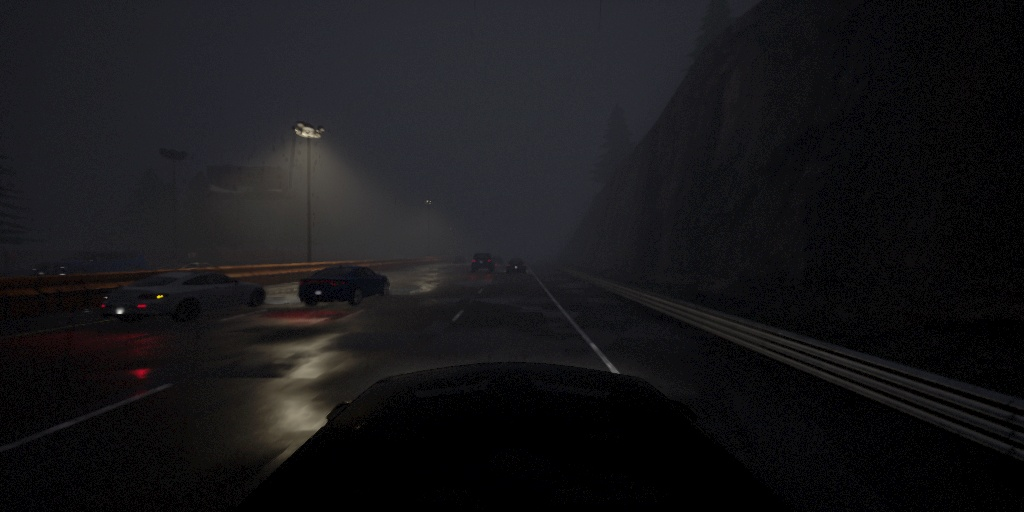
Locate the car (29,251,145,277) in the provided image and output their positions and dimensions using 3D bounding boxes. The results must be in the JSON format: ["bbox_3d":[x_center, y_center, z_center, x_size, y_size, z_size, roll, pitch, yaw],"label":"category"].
[{"bbox_3d":[-27.843,0.652,23.988,2.150,2.045,5.566,0,0,1],"label":"car"}]

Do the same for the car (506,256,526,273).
[{"bbox_3d":[0.427,1.018,36.532,1.994,1.385,4.181,0,0,1],"label":"car"}]

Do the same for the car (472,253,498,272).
[{"bbox_3d":[-3.040,0.665,38.712,2.150,2.045,5.566,0,0,1],"label":"car"}]

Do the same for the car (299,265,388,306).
[{"bbox_3d":[-6.843,1.128,15.171,1.882,1.535,5.008,0,1,0],"label":"car"}]

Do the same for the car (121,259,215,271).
[{"bbox_3d":[-20.871,1.110,22.738,2.128,1.511,4.902,0,0,1],"label":"car"}]

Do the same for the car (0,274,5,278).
[{"bbox_3d":[-31.448,1.270,19.295,1.895,1.301,4.718,0,0,1],"label":"car"}]

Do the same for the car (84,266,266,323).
[{"bbox_3d":[-10.365,1.213,11.798,1.812,1.442,4.674,0,1,0],"label":"car"}]
